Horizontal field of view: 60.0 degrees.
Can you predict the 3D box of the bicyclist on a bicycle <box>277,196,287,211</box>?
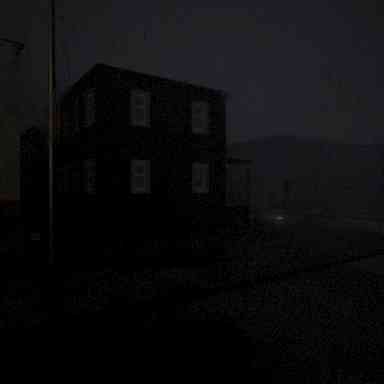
[{"bbox_3d":[9.724,1.241,35.811,1.656,1.620,0.582,-1,0,-35],"label":"bicyclist on a bicycle"}]
